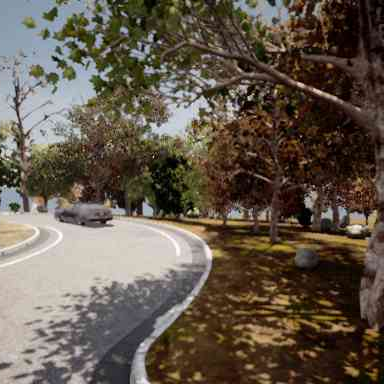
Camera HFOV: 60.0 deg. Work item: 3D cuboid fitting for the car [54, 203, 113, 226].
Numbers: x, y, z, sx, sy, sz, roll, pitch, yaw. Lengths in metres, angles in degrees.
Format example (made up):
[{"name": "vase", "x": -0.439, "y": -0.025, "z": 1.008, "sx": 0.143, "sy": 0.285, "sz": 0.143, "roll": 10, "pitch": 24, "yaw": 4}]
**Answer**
[{"name": "car", "x": -7.379, "y": 1.415, "z": 22.376, "sx": 2.033, "sy": 1.411, "sz": 5.357, "roll": 0, "pitch": 0, "yaw": -45}]
